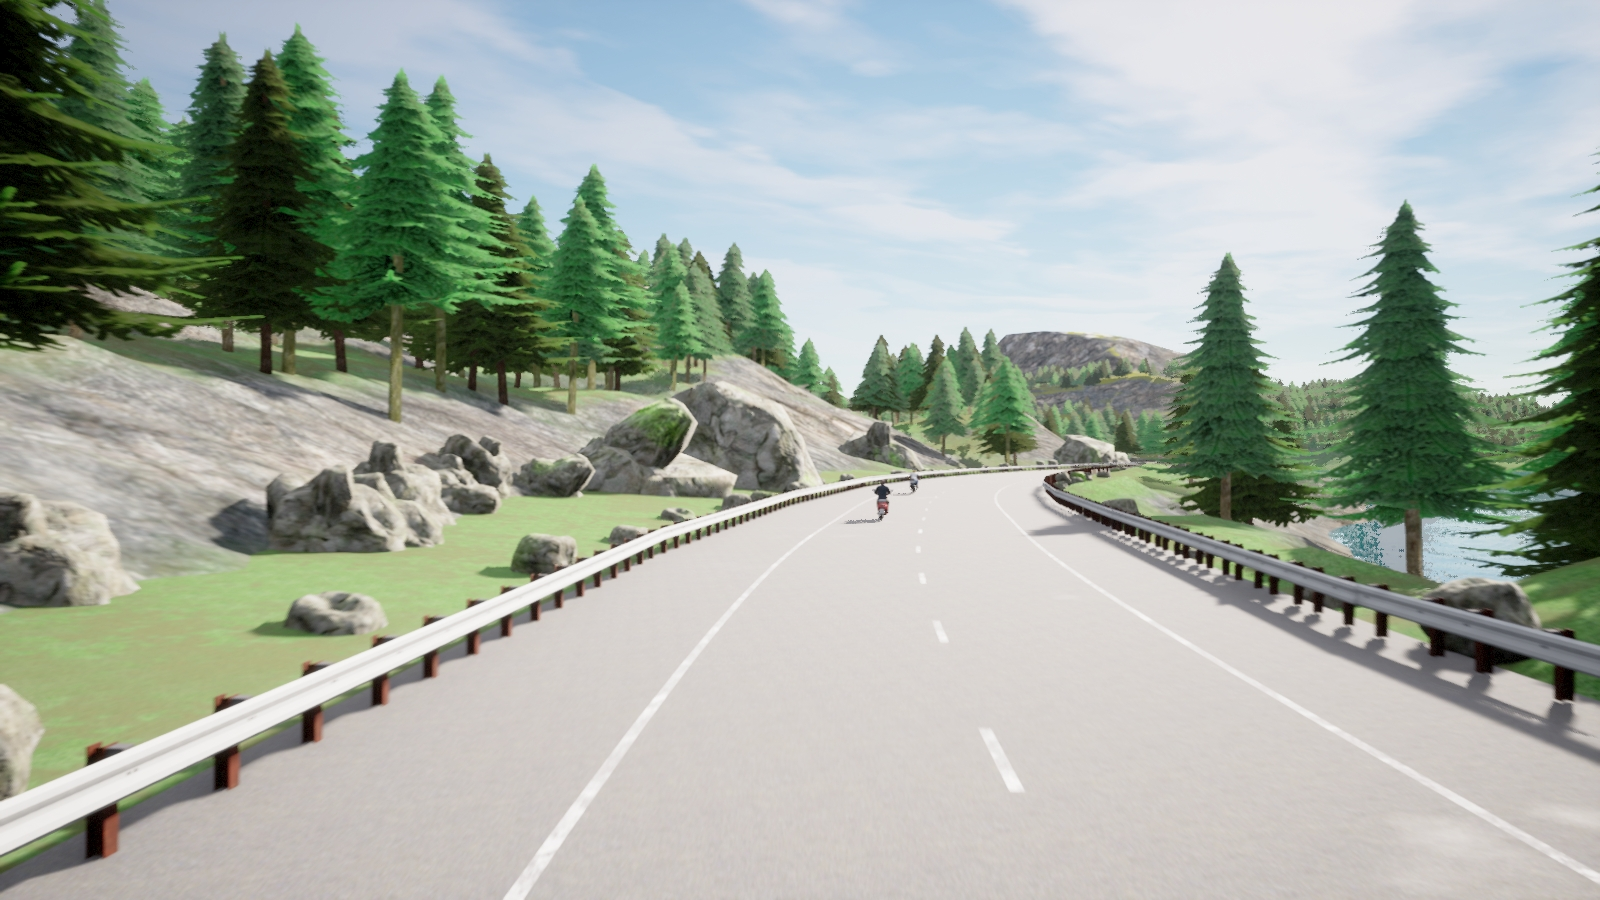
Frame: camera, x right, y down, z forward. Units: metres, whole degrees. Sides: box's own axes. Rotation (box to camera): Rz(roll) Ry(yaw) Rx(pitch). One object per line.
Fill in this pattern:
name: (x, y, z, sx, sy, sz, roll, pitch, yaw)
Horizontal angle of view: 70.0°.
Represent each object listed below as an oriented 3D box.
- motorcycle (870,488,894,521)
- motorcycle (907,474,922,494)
motorcycle: (3.319, 2.183, 45.966, 0.856, 1.236, 1.805, 0, 0, 7)
motorcycle: (7.325, 2.179, 73.225, 0.803, 1.217, 2.033, 0, 0, 11)
